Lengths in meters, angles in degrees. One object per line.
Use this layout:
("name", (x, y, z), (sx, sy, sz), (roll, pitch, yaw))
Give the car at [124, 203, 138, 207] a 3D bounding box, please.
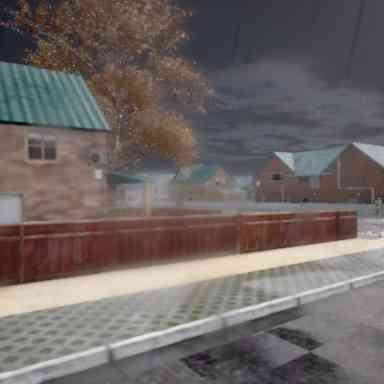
("car", (-9.122, 2.484, 50.423), (1.882, 1.535, 5.008), (-1, 0, -35))
